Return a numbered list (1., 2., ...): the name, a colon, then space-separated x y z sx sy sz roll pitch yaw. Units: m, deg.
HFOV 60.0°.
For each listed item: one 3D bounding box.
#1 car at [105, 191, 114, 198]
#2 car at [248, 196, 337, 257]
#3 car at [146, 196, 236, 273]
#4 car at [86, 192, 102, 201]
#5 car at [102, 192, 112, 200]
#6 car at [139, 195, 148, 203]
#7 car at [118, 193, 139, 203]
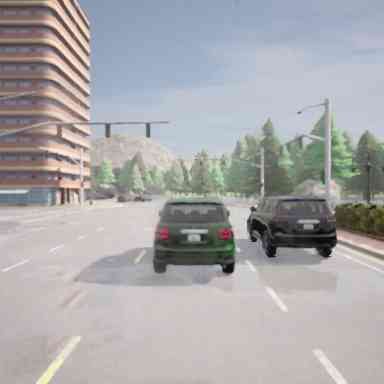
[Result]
1. car: -22.220 0.776 83.521 5.566 2.045 2.150 0 0 23
2. car: 3.578 1.150 12.833 2.150 2.045 5.566 0 0 0
3. car: 0.066 1.164 10.580 2.150 2.045 5.566 0 0 0
4. car: -22.164 1.117 71.357 4.892 1.490 1.837 0 0 38
5. car: -20.846 1.194 74.688 4.718 1.301 1.895 0 0 34
6. car: -9.087 1.213 62.207 2.033 1.411 5.357 0 0 -30
7. car: -11.719 1.032 59.549 2.097 1.767 4.553 0 0 -29
